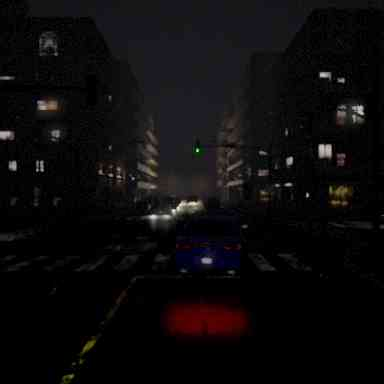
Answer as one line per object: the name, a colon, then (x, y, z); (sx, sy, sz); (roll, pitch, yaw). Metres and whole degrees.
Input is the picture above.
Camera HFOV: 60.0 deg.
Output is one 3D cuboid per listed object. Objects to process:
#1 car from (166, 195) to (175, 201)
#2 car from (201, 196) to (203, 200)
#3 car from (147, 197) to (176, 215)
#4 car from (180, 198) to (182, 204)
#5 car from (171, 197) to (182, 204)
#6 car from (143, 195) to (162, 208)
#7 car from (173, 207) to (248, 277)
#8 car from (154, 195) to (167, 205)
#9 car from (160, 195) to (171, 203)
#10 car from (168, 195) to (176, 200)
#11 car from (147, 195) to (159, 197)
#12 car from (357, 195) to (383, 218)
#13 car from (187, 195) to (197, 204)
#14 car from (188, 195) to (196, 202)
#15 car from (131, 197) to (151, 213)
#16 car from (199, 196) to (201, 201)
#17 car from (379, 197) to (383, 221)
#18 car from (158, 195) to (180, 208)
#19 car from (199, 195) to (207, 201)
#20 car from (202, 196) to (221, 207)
car: (-5.687, 1.570, 88.530); (2.008, 1.369, 4.403); (0, 0, 0)
car: (2.691, 1.440, 48.755); (1.967, 1.590, 4.097); (0, 0, 0)
car: (-3.079, 1.545, 34.756); (2.033, 1.411, 5.357); (0, 0, 0)
car: (-3.009, 1.602, 53.747); (1.895, 1.301, 4.718); (0, 0, 0)
car: (-2.999, 1.606, 64.086); (1.895, 1.301, 4.718); (0, 0, 0)
car: (-5.689, 1.315, 48.753); (2.192, 1.841, 5.009); (0, 0, 0)
car: (0.701, 1.463, 10.385); (1.882, 1.535, 5.008); (0, 1, 8)
car: (-5.688, 1.443, 60.119); (1.967, 1.590, 4.097); (0, 0, 0)
car: (-5.688, 1.449, 71.484); (1.967, 1.590, 4.097); (0, 0, 0)
car: (-5.687, 1.573, 94.213); (2.008, 1.369, 4.403); (0, 0, 0)
car: (-5.690, 1.524, 42.901); (1.752, 1.417, 4.829); (0, 0, 0)
car: (14.560, 1.003, 23.703); (5.009, 1.841, 2.192); (-1, 1, 0)
car: (0.004, 1.358, 66.100); (2.097, 1.767, 4.553); (0, 0, 0)
car: (0.004, 1.489, 75.965); (1.882, 1.535, 5.008); (0, 0, 0)
car: (-5.690, 1.564, 37.388); (1.947, 1.339, 4.313); (0, 0, 0)
car: (2.692, 1.585, 60.120); (1.802, 1.307, 4.206); (0, 0, 0)
car: (14.545, 1.200, 21.132); (4.892, 1.490, 1.837); (-1, 0, 1)
car: (-3.077, 1.351, 44.238); (2.097, 1.767, 4.553); (0, 0, 0)
car: (2.693, 1.566, 82.849); (2.008, 1.369, 4.403); (0, 0, 0)
car: (2.691, 1.438, 43.072); (1.967, 1.590, 4.097); (0, 0, 0)
